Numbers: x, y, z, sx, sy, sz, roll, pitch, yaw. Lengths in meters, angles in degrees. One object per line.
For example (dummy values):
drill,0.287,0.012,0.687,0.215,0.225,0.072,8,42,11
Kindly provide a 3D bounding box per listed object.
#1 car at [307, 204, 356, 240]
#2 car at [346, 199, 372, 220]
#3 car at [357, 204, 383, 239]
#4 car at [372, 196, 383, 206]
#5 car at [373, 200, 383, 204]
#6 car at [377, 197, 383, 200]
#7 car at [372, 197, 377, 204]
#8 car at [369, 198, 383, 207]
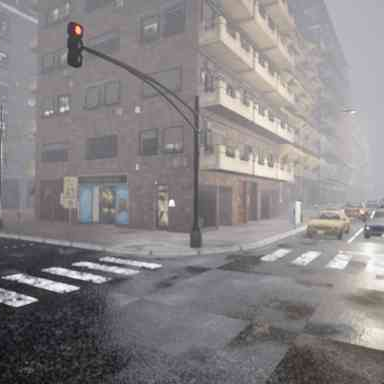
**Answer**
car,7.360,1.587,17.756,1.752,1.417,4.829,1,0,32
car,13.415,1.533,27.482,1.967,1.590,4.097,1,0,32
car,10.156,1.605,17.375,2.033,1.411,5.357,0,0,32
car,34.288,1.649,61.014,1.967,1.590,4.097,1,0,32
car,15.396,1.611,25.779,1.812,1.442,4.674,0,0,32
car,21.097,1.337,34.879,2.150,2.045,5.566,0,0,33
car,25.341,1.703,46.643,1.887,1.381,4.507,1,0,32
car,31.305,1.742,56.224,2.008,1.369,4.403,1,0,32
